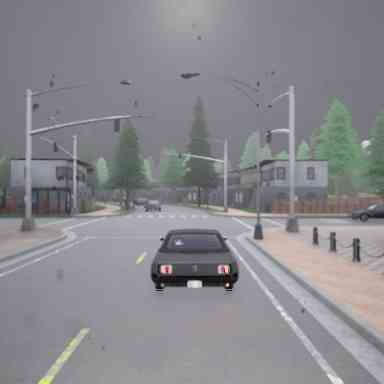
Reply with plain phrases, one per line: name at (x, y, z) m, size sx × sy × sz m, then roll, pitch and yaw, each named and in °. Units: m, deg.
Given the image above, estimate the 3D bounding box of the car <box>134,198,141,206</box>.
car at (-9.572, 1.846, 61.066) m, size 1.837 × 1.490 × 4.892 m, roll 0°, pitch 0°, yaw -23°

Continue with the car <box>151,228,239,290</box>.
car at (0.046, 1.658, 9.188) m, size 1.895 × 1.301 × 4.718 m, roll 0°, pitch 0°, yaw 0°

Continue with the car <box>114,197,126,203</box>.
car at (-16.819, 1.812, 79.595) m, size 1.812 × 1.442 × 4.674 m, roll 0°, pitch 0°, yaw -45°

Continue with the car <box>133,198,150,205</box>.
car at (-10.831, 1.945, 71.522) m, size 1.994 × 1.385 × 4.181 m, roll 0°, pitch 0°, yaw -36°

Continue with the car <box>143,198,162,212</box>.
car at (-4.868, 1.750, 42.037) m, size 1.812 × 1.442 × 4.674 m, roll 0°, pitch 0°, yaw -6°

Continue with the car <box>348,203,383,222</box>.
car at (15.457, 1.678, 27.606) m, size 4.674 × 1.442 × 1.812 m, roll 0°, pitch 0°, yaw 1°

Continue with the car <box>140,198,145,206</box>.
car at (-6.373, 1.830, 51.610) m, size 2.033 × 1.411 × 5.357 m, roll 0°, pitch 0°, yaw -14°
